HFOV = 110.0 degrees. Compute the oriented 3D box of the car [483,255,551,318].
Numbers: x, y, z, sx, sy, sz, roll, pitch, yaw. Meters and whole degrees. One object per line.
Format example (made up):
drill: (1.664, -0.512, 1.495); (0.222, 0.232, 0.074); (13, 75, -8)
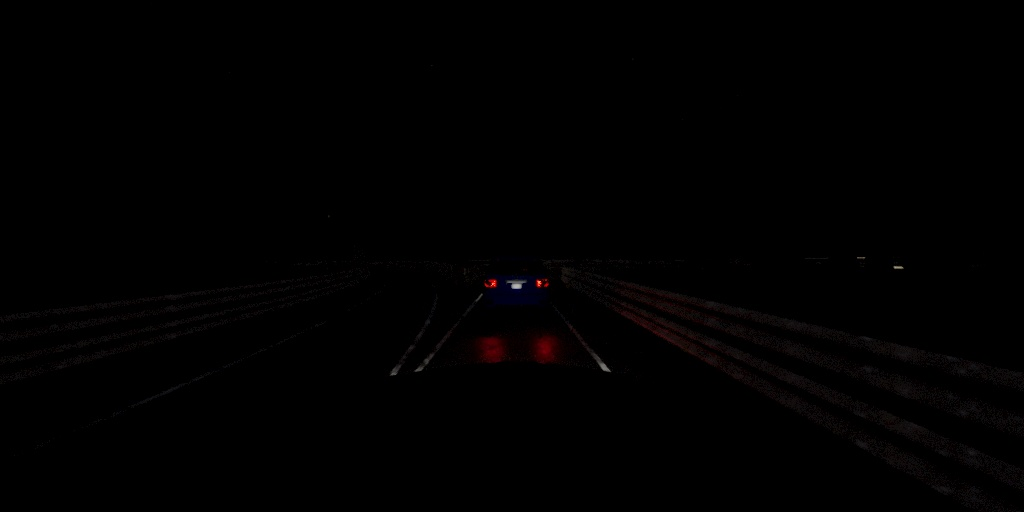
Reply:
car: (0.136, 0.996, 13.334); (2.150, 2.045, 5.566); (0, 0, 0)
